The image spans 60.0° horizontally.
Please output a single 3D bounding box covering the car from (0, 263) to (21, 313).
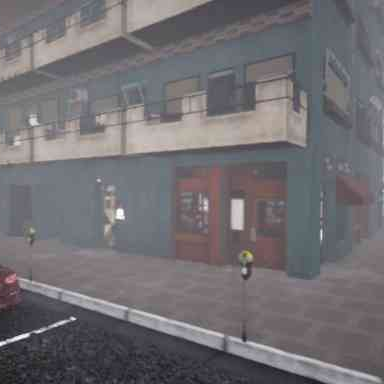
[{"bbox_3d":[-4.909,1.626,6.365,4.206,1.307,1.802,0,1,36],"label":"car"}]
